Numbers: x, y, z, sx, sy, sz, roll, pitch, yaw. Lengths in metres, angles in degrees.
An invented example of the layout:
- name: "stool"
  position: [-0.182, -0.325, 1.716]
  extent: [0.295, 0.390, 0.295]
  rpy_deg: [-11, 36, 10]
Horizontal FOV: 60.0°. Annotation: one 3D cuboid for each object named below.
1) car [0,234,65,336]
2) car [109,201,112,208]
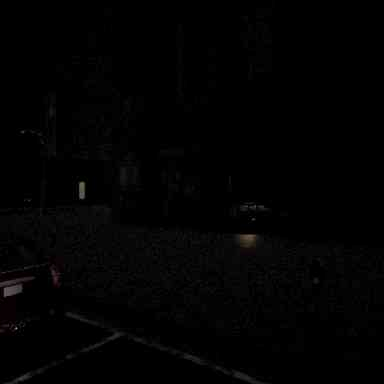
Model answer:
- name: "car"
  position: [-4.141, 1.434, 5.912]
  extent: [4.097, 1.590, 1.967]
  rpy_deg: [0, 0, 35]
- name: "car"
  position: [-8.906, 1.371, 45.019]
  extent: [1.882, 1.535, 5.008]
  rpy_deg: [0, 0, 35]
